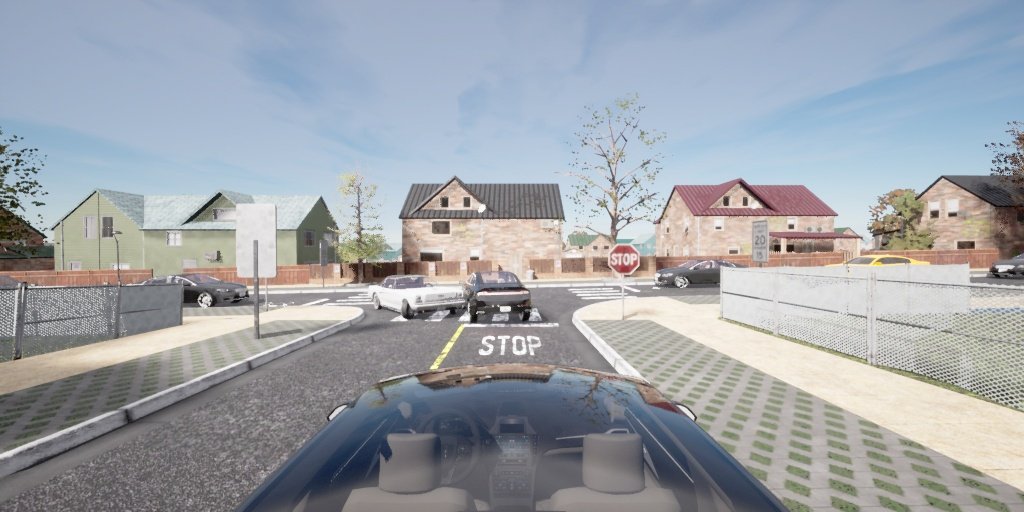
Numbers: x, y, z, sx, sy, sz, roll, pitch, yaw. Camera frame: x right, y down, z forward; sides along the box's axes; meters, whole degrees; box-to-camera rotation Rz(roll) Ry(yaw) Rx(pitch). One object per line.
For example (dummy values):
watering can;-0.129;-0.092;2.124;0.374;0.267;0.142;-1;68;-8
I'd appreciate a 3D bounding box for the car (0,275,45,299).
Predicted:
car;-24.240;1.648;16.507;4.553;1.767;2.097;-1;1;0

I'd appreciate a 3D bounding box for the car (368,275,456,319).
car;-3.602;1.368;13.051;1.895;1.301;4.718;0;0;-38

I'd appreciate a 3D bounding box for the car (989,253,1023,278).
car;29.385;0.478;19.673;4.902;1.511;2.128;-1;1;0

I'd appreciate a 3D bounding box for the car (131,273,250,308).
car;-14.903;1.567;16.547;4.902;1.511;2.128;-1;1;0

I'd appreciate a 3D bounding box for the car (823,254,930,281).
car;19.761;0.690;19.637;5.008;1.535;1.882;-1;1;-1

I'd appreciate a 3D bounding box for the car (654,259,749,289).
car;10.330;0.926;19.600;4.902;1.511;2.128;-1;1;0

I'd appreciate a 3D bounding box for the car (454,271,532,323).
car;-0.686;1.243;12.192;2.128;1.511;4.902;0;0;-12
